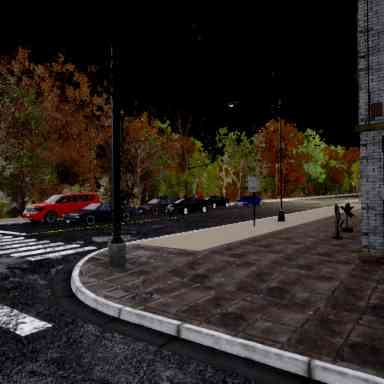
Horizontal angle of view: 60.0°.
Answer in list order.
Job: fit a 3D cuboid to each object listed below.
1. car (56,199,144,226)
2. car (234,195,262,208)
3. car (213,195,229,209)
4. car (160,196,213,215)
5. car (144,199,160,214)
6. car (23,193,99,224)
[{"bbox_3d":[-6.104,1.402,22.711,2.033,1.411,5.357,-1,0,36],"label":"car"},{"bbox_3d":[6.896,1.156,40.383,1.812,1.442,4.674,-1,0,37],"label":"car"},{"bbox_3d":[2.746,1.205,40.226,1.837,1.490,4.892,-1,0,37],"label":"car"},{"bbox_3d":[-0.389,1.261,30.490,1.837,1.490,4.892,-1,0,36],"label":"car"},{"bbox_3d":[-3.069,1.348,32.323,2.033,1.411,5.357,-1,0,37],"label":"car"},{"bbox_3d":[-9.146,1.127,24.066,2.150,2.045,5.566,-1,0,36],"label":"car"}]
